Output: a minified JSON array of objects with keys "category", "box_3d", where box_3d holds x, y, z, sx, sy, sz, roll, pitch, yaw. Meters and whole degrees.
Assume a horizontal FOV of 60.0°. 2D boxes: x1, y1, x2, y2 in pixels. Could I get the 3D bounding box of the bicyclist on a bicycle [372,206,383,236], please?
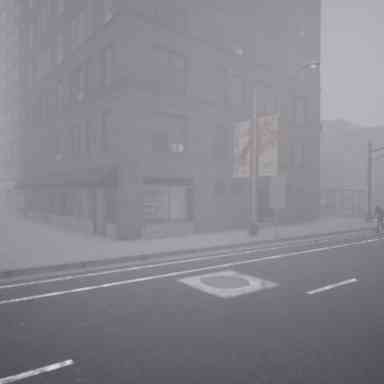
[{"category":"bicyclist on a bicycle","box_3d":[10.159,1.561,18.036,1.656,1.620,0.582,0,0,-37]}]
